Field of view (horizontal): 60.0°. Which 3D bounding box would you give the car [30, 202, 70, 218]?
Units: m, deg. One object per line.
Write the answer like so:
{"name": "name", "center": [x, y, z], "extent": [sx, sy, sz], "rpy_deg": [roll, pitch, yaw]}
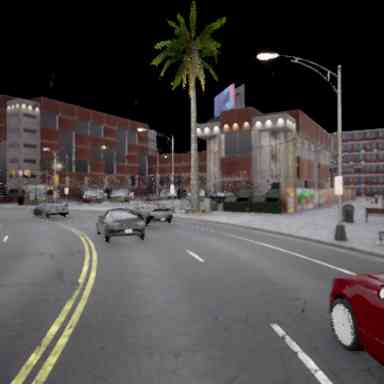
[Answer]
{"name": "car", "center": [-13.241, 1.606, 30.817], "extent": [2.033, 1.411, 5.357], "rpy_deg": [0, 0, -45]}

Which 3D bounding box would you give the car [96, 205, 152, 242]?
{"name": "car", "center": [-3.618, 1.537, 16.550], "extent": [1.812, 1.442, 4.674], "rpy_deg": [0, 0, -22]}

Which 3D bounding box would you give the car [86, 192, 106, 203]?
{"name": "car", "center": [-18.696, 1.328, 61.396], "extent": [4.553, 1.767, 2.185], "rpy_deg": [0, 0, 32]}

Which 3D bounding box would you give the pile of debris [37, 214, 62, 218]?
{"name": "pile of debris", "center": [-13.184, 2.234, 30.816], "extent": [1.860, 0.140, 1.500], "rpy_deg": [0, 0, 44]}

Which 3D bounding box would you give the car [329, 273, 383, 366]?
{"name": "car", "center": [3.168, 1.458, 3.171], "extent": [1.882, 1.535, 5.008], "rpy_deg": [0, 0, -4]}

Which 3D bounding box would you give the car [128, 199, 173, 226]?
{"name": "car", "center": [-3.006, 1.496, 23.062], "extent": [2.128, 1.511, 4.902], "rpy_deg": [0, 0, -29]}
